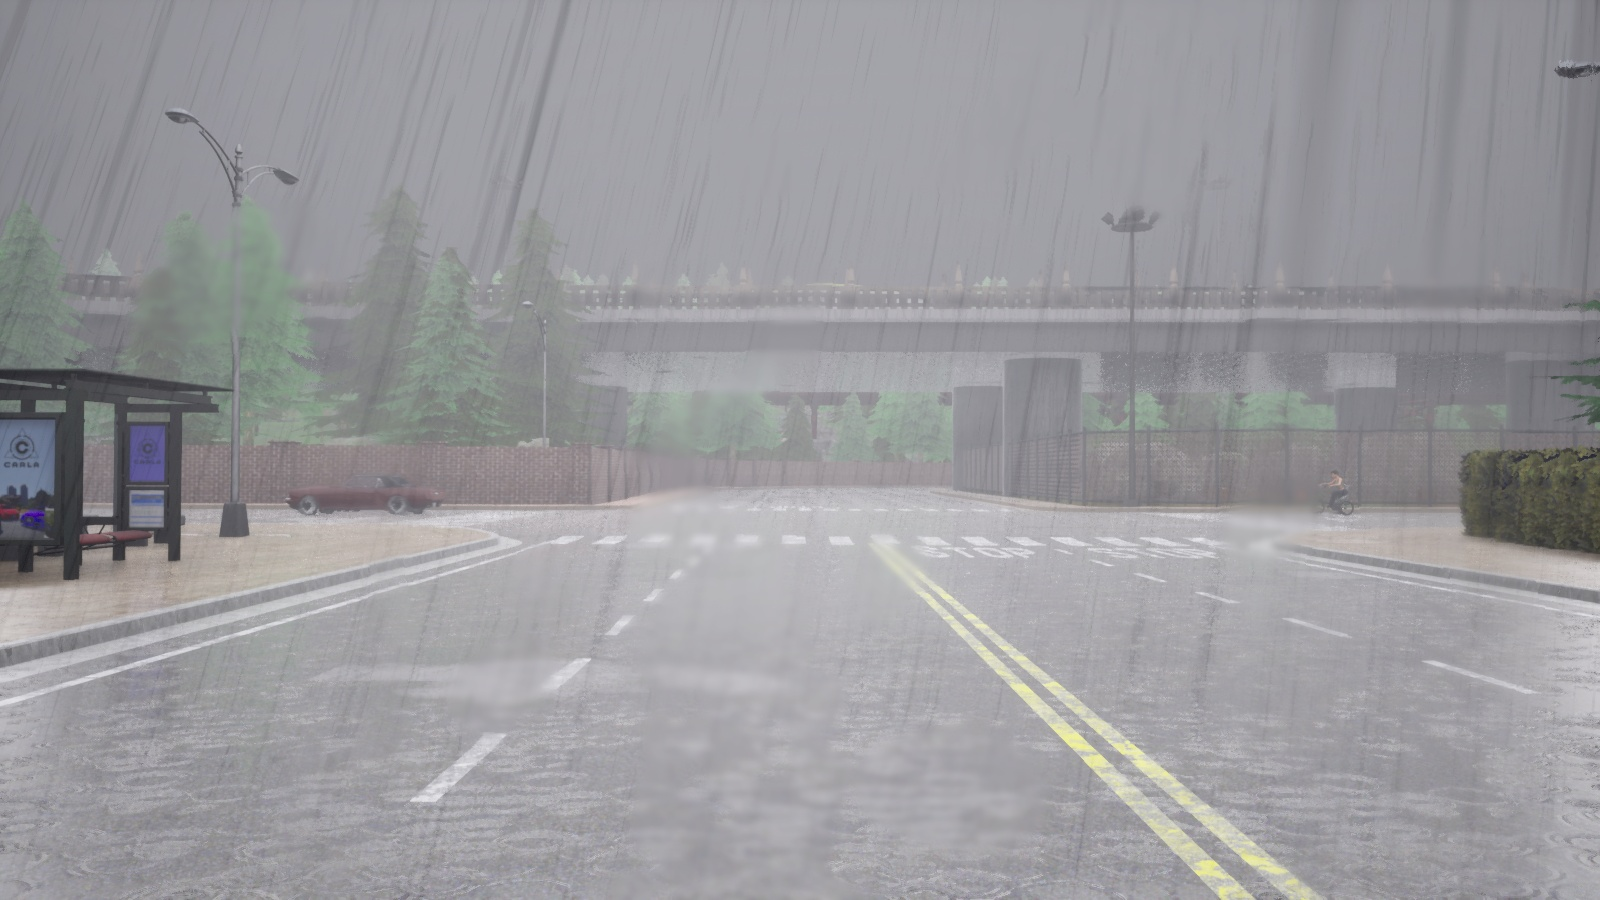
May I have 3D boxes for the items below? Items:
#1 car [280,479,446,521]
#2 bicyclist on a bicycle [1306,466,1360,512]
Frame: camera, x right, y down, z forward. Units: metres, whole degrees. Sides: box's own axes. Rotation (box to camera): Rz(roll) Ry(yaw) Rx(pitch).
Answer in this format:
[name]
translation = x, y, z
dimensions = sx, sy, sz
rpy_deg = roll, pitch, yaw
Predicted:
[car]
translation = -14.130, 1.599, 40.770
dimensions = 4.718, 1.301, 1.895
rpy_deg = 0, -1, 0
[bicyclist on a bicycle]
translation = 18.840, 1.364, 44.405
dimensions = 1.509, 1.612, 0.866
rpy_deg = 0, -1, 0
